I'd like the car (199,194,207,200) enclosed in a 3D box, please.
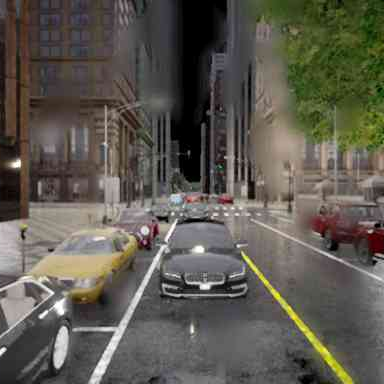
[{"bbox_3d":[3.065,1.282,92.641,1.882,1.535,5.008,0,0,0],"label":"car"}]

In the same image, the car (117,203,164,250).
[{"bbox_3d":[-2.448,1.419,13.894,1.967,1.590,4.097,0,0,0],"label":"car"}]

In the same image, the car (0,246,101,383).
[{"bbox_3d":[-2.414,1.547,2.846,2.008,1.369,4.403,0,0,0],"label":"car"}]

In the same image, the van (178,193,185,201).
[{"bbox_3d":[-2.670,1.226,84.246,1.690,1.788,3.998,0,0,0],"label":"van"}]

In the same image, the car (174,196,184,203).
[{"bbox_3d":[-2.619,1.462,67.922,1.947,1.339,4.313,0,0,0],"label":"car"}]

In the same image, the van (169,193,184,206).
[{"bbox_3d":[-2.567,1.252,51.599,1.690,1.788,3.998,0,0,0],"label":"van"}]

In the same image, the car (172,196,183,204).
[{"bbox_3d":[-2.602,1.444,62.481,1.887,1.381,4.507,0,0,0],"label":"car"}]

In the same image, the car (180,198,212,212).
[{"bbox_3d":[0.281,1.461,24.086,1.837,1.490,4.892,0,0,0],"label":"car"}]

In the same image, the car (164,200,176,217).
[{"bbox_3d":[-2.483,1.521,24.942,1.947,1.339,4.313,0,0,0],"label":"car"}]

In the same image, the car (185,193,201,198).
[{"bbox_3d":[0.113,1.122,62.417,2.150,2.045,5.566,0,0,0],"label":"car"}]

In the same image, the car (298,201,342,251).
[{"bbox_3d":[6.078,1.294,13.931,2.192,1.841,5.009,0,0,0],"label":"car"}]

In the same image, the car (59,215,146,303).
[{"bbox_3d":[-2.430,1.514,8.200,1.752,1.417,4.829,0,0,0],"label":"car"}]

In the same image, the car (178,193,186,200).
[{"bbox_3d":[-2.688,1.196,89.687,2.192,1.841,5.009,0,0,0],"label":"car"}]

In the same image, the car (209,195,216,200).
[{"bbox_3d":[5.820,1.460,95.161,1.802,1.307,4.206,0,0,0],"label":"car"}]

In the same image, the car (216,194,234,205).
[{"bbox_3d":[5.941,1.220,57.075,2.192,1.841,5.009,0,0,0],"label":"car"}]

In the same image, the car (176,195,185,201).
[{"bbox_3d":[-2.653,1.433,78.805,1.887,1.381,4.507,0,0,0],"label":"car"}]

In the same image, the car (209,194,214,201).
[{"bbox_3d":[5.872,1.440,78.839,2.008,1.369,4.403,0,0,0],"label":"car"}]

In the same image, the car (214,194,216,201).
[{"bbox_3d":[5.924,1.215,62.516,2.192,1.841,5.009,0,0,0],"label":"car"}]

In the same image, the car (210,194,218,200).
[{"bbox_3d":[5.838,1.322,89.720,1.967,1.590,4.097,0,0,0],"label":"car"}]

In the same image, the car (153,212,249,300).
[{"bbox_3d":[0.232,1.493,8.564,1.837,1.490,4.892,0,0,0],"label":"car"}]

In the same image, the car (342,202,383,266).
[{"bbox_3d":[6.095,1.304,8.407,2.192,1.841,5.009,0,0,0],"label":"car"}]

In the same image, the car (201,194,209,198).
[{"bbox_3d":[3.098,1.360,82.222,1.882,1.535,5.008,0,0,0],"label":"car"}]

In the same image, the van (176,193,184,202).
[{"bbox_3d":[-2.636,1.233,73.364,1.690,1.788,3.998,0,0,0],"label":"van"}]
